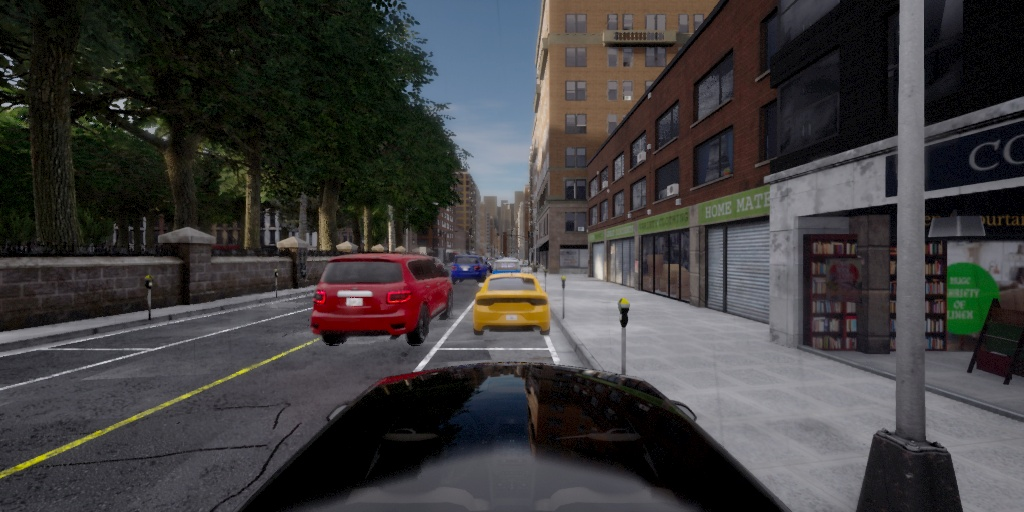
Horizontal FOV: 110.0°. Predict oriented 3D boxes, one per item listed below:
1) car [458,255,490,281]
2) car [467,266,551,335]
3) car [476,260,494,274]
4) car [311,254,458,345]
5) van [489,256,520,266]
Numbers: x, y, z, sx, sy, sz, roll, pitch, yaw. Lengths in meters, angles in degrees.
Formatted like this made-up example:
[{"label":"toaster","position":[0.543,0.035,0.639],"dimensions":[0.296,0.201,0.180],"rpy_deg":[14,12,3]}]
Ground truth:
[{"label":"car","position":[-3.044,0.960,26.187],"dimensions":[2.150,2.045,5.566],"rpy_deg":[0,0,0]},{"label":"car","position":[-0.005,1.225,10.500],"dimensions":[1.882,1.535,5.008],"rpy_deg":[0,0,0]},{"label":"car","position":[-3.142,1.247,42.305],"dimensions":[1.812,1.442,4.674],"rpy_deg":[0,0,0]},{"label":"car","position":[-3.047,0.971,9.618],"dimensions":[2.150,2.045,5.566],"rpy_deg":[0,0,0]},{"label":"van","position":[-0.289,1.082,21.849],"dimensions":[1.690,1.789,3.998],"rpy_deg":[0,0,0]}]
